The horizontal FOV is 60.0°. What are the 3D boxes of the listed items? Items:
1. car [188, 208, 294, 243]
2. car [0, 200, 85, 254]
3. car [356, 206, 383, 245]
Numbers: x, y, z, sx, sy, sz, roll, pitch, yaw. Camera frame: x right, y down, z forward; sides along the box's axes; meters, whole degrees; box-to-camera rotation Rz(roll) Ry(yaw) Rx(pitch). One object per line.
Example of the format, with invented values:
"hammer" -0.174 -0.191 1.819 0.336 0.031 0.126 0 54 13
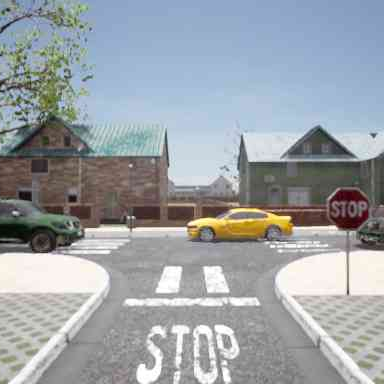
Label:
"car" 2.300 1.560 16.097 5.008 1.535 1.882 -1 -1 1
"car" -7.224 1.312 13.270 5.566 2.045 2.150 0 -2 1
"car" 9.071 1.294 13.104 4.553 1.767 2.097 0 -1 -3
